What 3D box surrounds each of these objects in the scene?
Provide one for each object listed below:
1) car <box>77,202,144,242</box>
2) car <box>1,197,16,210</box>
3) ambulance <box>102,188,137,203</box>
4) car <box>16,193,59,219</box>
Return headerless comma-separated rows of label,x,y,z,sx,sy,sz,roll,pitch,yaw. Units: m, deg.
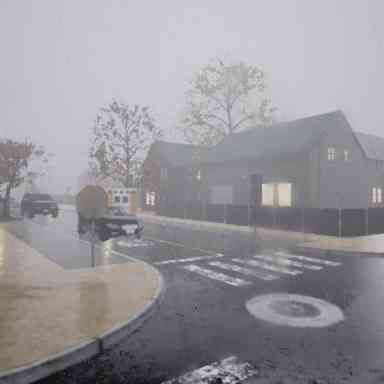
car,-4.112,1.438,16.279,2.128,1.511,4.902,1,0,-37
car,-22.655,1.379,41.236,1.812,1.442,4.674,1,-1,-36
ambulance,-6.369,0.991,24.072,2.351,2.431,6.366,1,0,-37
car,-13.034,1.124,28.238,2.150,2.045,5.566,1,-1,-37
